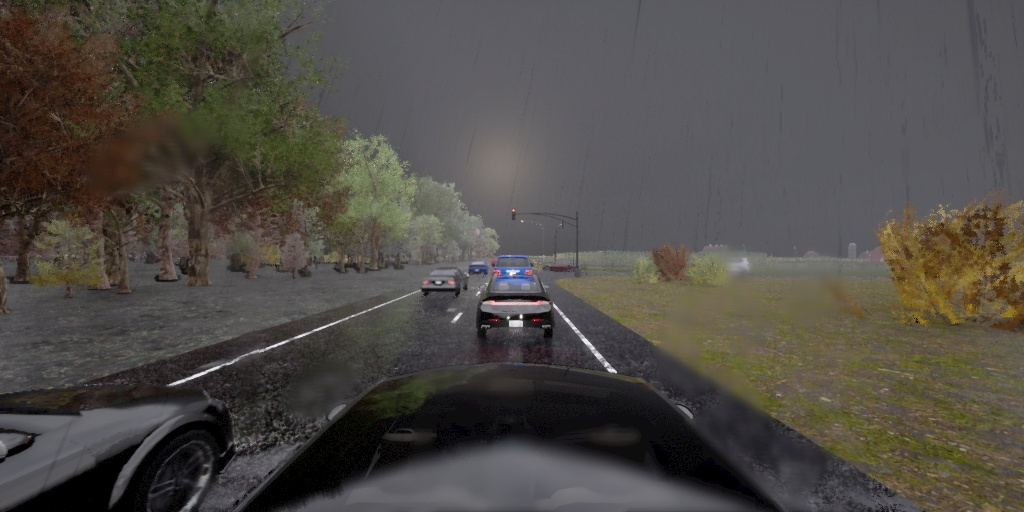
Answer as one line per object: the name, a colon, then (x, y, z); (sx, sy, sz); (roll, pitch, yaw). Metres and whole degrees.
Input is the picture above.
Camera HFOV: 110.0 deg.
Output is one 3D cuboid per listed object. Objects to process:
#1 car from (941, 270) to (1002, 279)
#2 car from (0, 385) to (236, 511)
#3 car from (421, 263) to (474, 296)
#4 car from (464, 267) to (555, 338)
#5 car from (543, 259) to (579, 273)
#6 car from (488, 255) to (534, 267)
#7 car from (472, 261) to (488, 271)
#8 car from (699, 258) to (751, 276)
car: (51.214, 1.833, 39.671); (4.674, 1.442, 1.812); (1, -1, 1)
car: (-3.395, 1.314, 1.382); (1.994, 1.385, 4.181); (0, 0, 0)
car: (-3.461, 1.302, 19.284); (2.033, 1.411, 5.357); (0, 0, 0)
car: (0.074, 1.244, 10.142); (2.128, 1.511, 4.902); (0, 0, 0)
car: (6.166, 1.261, 45.552); (4.553, 1.767, 2.097); (0, -1, 25)
car: (0.038, 0.976, 20.059); (2.150, 2.045, 5.566); (0, 0, 0)
car: (-3.529, 1.234, 38.558); (1.882, 1.535, 5.008); (0, 0, 0)
car: (25.729, 1.311, 43.335); (5.566, 2.045, 2.150); (1, -1, 0)
